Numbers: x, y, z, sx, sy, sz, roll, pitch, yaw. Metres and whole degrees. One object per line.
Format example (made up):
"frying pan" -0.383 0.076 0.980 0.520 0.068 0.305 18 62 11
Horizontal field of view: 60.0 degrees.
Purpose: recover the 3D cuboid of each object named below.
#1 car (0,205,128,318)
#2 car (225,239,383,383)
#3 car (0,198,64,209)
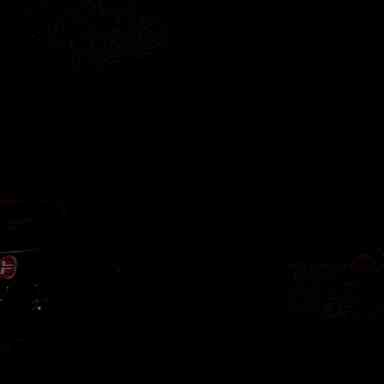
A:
"car" -3.265 1.343 7.698 2.185 1.767 4.553 0 -1 15
"car" 1.657 1.482 4.235 2.097 1.535 5.008 1 -1 15
"car" -5.702 1.210 9.440 2.435 2.045 5.566 1 0 15
